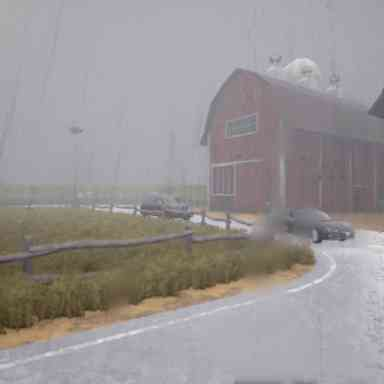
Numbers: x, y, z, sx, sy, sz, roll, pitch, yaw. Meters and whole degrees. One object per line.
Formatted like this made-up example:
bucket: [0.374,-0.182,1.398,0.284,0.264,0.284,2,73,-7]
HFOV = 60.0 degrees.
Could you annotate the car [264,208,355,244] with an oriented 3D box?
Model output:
car: [5.655,1.577,16.582,1.837,1.490,4.892,0,0,-27]

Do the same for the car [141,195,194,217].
car: [-2.168,1.287,27.501,2.150,2.045,5.566,0,1,-38]
